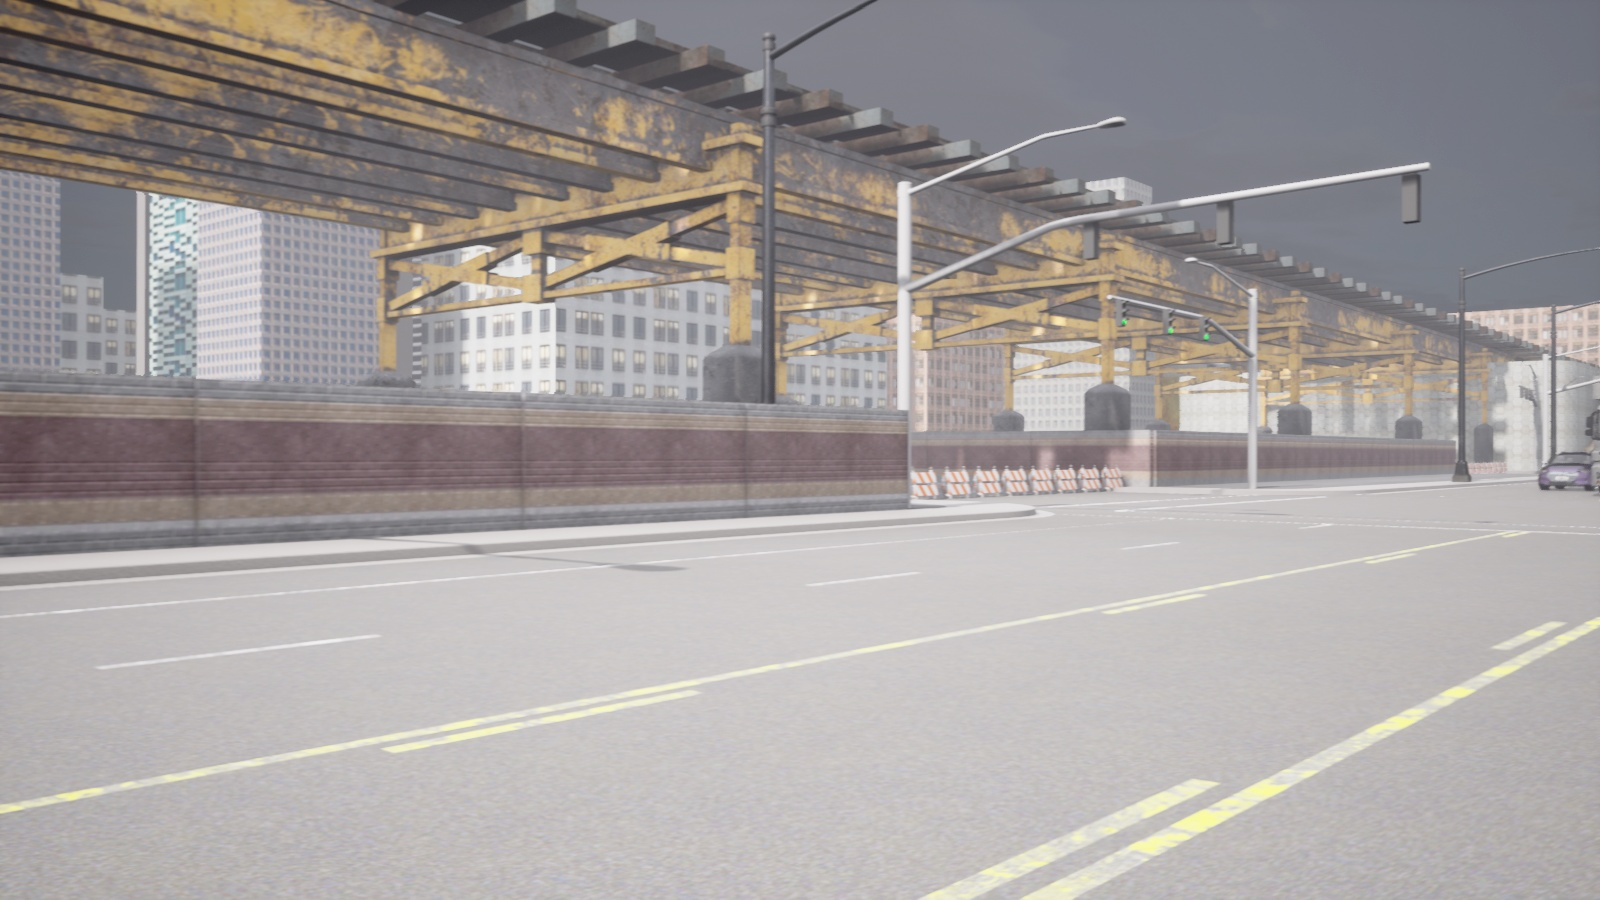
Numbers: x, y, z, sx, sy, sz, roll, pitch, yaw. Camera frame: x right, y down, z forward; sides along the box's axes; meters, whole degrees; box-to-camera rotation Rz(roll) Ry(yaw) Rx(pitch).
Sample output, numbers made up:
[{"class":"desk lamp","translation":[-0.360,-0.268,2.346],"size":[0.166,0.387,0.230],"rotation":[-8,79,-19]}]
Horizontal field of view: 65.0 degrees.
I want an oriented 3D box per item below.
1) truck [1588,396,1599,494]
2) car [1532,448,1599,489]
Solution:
[{"class":"truck","translation":[31.771,-0.193,46.666],"size":[2.891,3.462,7.936],"rotation":[0,0,42]},{"class":"car","translation":[32.370,0.732,52.569],"size":[2.033,1.649,4.856],"rotation":[0,0,42]}]
